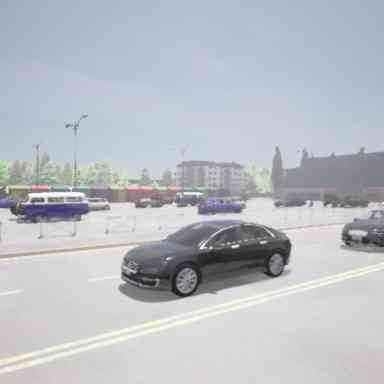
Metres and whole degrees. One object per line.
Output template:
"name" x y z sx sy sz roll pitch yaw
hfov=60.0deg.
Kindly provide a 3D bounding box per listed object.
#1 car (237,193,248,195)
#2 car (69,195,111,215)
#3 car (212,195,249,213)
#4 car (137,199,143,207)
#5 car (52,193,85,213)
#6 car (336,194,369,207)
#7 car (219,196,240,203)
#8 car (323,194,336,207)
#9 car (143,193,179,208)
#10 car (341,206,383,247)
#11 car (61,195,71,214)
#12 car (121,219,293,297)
"car" 9.241 1.226 63.963 3.866 1.878 1.905 0 0 -35
"car" -10.874 1.416 36.070 3.806 1.475 1.970 0 0 -35
"car" 4.786 1.437 40.085 3.806 1.475 1.970 0 0 -35
"car" -6.669 1.408 56.227 3.905 1.438 1.784 0 0 -35
"car" -14.136 1.174 40.595 4.605 1.855 1.932 0 0 -35
"car" 22.235 1.221 45.572 4.605 1.855 1.932 0 0 -35
"car" 7.577 1.465 66.333 3.806 1.475 1.970 0 0 -35
"car" 20.607 1.224 47.966 3.866 1.878 1.905 0 0 -35
"car" -5.048 1.197 53.826 4.605 1.855 1.932 0 0 -35
"car" 8.340 1.513 14.220 4.902 1.511 2.128 0 0 -35
"car" -12.545 1.384 38.433 3.905 1.438 1.784 0 0 -35
"car" 0.581 1.513 8.692 4.892 1.490 1.837 0 0 -35
